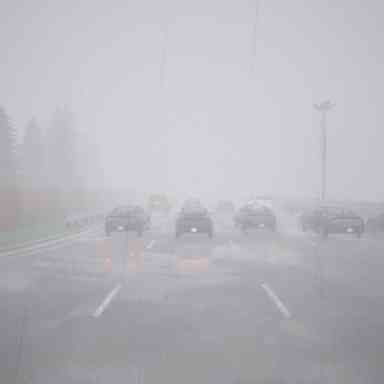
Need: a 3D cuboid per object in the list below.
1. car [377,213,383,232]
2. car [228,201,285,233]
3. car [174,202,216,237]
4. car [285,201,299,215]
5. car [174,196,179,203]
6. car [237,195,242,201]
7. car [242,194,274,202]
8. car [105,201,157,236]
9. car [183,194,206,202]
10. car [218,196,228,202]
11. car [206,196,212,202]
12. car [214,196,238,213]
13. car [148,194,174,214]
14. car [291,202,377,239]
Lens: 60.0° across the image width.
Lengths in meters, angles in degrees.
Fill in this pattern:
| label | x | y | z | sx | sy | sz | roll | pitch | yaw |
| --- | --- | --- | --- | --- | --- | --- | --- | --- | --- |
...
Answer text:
| label | x | y | z | sx | sy | sz | roll | pitch | yaw |
| --- | --- | --- | --- | --- | --- | --- | --- | --- | --- |
| car | 10.587 | 1.530 | 16.563 | 1.812 | 1.442 | 4.674 | 0 | 0 | 0 |
| car | 3.603 | 1.497 | 19.610 | 2.128 | 1.511 | 4.902 | 0 | 0 | 0 |
| car | 0.102 | 1.509 | 17.987 | 1.837 | 1.490 | 4.892 | 0 | 0 | 0 |
| car | 10.604 | 1.609 | 34.374 | 1.895 | 1.301 | 4.718 | 0 | 0 | 0 |
| car | -3.489 | 1.493 | 63.958 | 1.882 | 1.535 | 5.008 | 0 | 0 | 0 |
| car | 10.496 | 1.519 | 74.839 | 1.837 | 1.490 | 4.892 | 0 | 0 | 0 |
| car | 7.104 | 1.230 | 35.101 | 2.150 | 2.045 | 5.566 | 0 | 0 | 0 |
| car | -3.398 | 1.496 | 18.263 | 2.128 | 1.511 | 4.902 | 0 | 0 | 0 |
| car | 0.105 | 1.361 | 35.626 | 2.097 | 1.767 | 4.553 | 0 | 0 | 0 |
| car | 6.993 | 1.571 | 75.223 | 1.994 | 1.385 | 4.181 | 0 | 0 | 0 |
| car | 3.496 | 1.544 | 74.807 | 2.128 | 1.511 | 4.902 | 0 | 0 | 0 |
| car | 3.605 | 1.487 | 37.475 | 1.882 | 1.535 | 5.008 | 0 | 0 | 0 |
| car | -3.397 | 1.230 | 35.109 | 2.150 | 2.045 | 5.566 | 0 | 0 | 0 |
| car | 7.102 | 1.496 | 17.370 | 2.128 | 1.511 | 4.902 | 0 | 0 | 0 |
